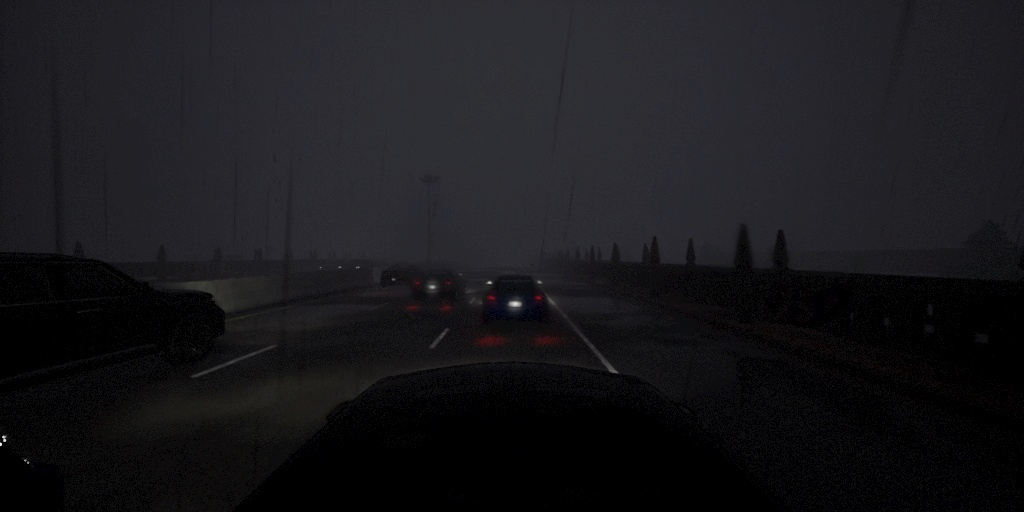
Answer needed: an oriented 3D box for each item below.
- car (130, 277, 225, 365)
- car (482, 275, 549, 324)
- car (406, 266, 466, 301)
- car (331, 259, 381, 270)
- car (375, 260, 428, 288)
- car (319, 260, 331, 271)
[{"bbox_3d":[-6.900,0.968,4.880,2.150,2.045,5.566,0,0,0],"label":"car"},{"bbox_3d":[0.100,1.303,11.887,1.994,1.385,4.181,0,0,0],"label":"car"},{"bbox_3d":[-3.401,1.297,17.320,1.994,1.385,4.181,0,0,0],"label":"car"},{"bbox_3d":[-14.095,1.068,32.700,2.097,1.767,4.553,0,0,0],"label":"car"},{"bbox_3d":[-6.902,1.204,23.348,1.882,1.535,5.008,0,0,0],"label":"car"},{"bbox_3d":[-21.084,1.215,42.944,1.837,1.490,4.892,0,0,0],"label":"car"}]
